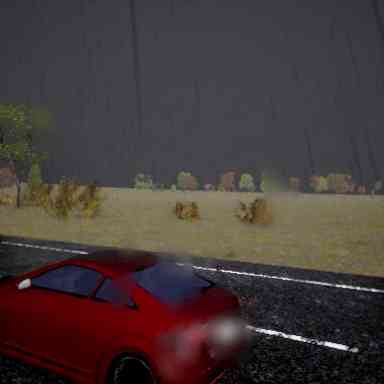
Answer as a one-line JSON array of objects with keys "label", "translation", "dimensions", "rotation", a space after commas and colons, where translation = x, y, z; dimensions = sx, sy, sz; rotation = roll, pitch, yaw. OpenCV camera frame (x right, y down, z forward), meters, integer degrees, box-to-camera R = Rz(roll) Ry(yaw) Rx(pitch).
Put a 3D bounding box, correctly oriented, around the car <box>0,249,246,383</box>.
[{"label": "car", "translation": [-1.368, 1.549, 4.749], "dimensions": [4.181, 1.385, 1.994], "rotation": [1, 0, 28]}]
